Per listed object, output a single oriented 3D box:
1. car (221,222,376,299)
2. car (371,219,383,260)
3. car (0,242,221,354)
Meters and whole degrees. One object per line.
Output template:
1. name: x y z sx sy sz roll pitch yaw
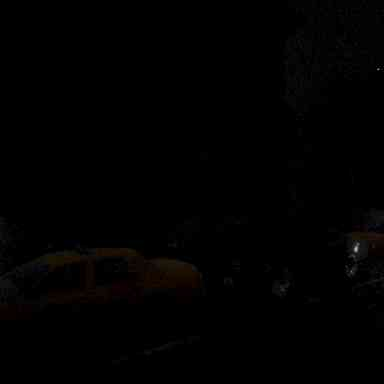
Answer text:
1. car: 2.554 1.560 8.477 4.313 1.339 1.947 0 0 -36
2. car: 6.840 1.515 11.539 4.829 1.417 1.752 0 0 -36
3. car: -2.009 1.524 5.218 4.829 1.417 1.752 0 0 -36
